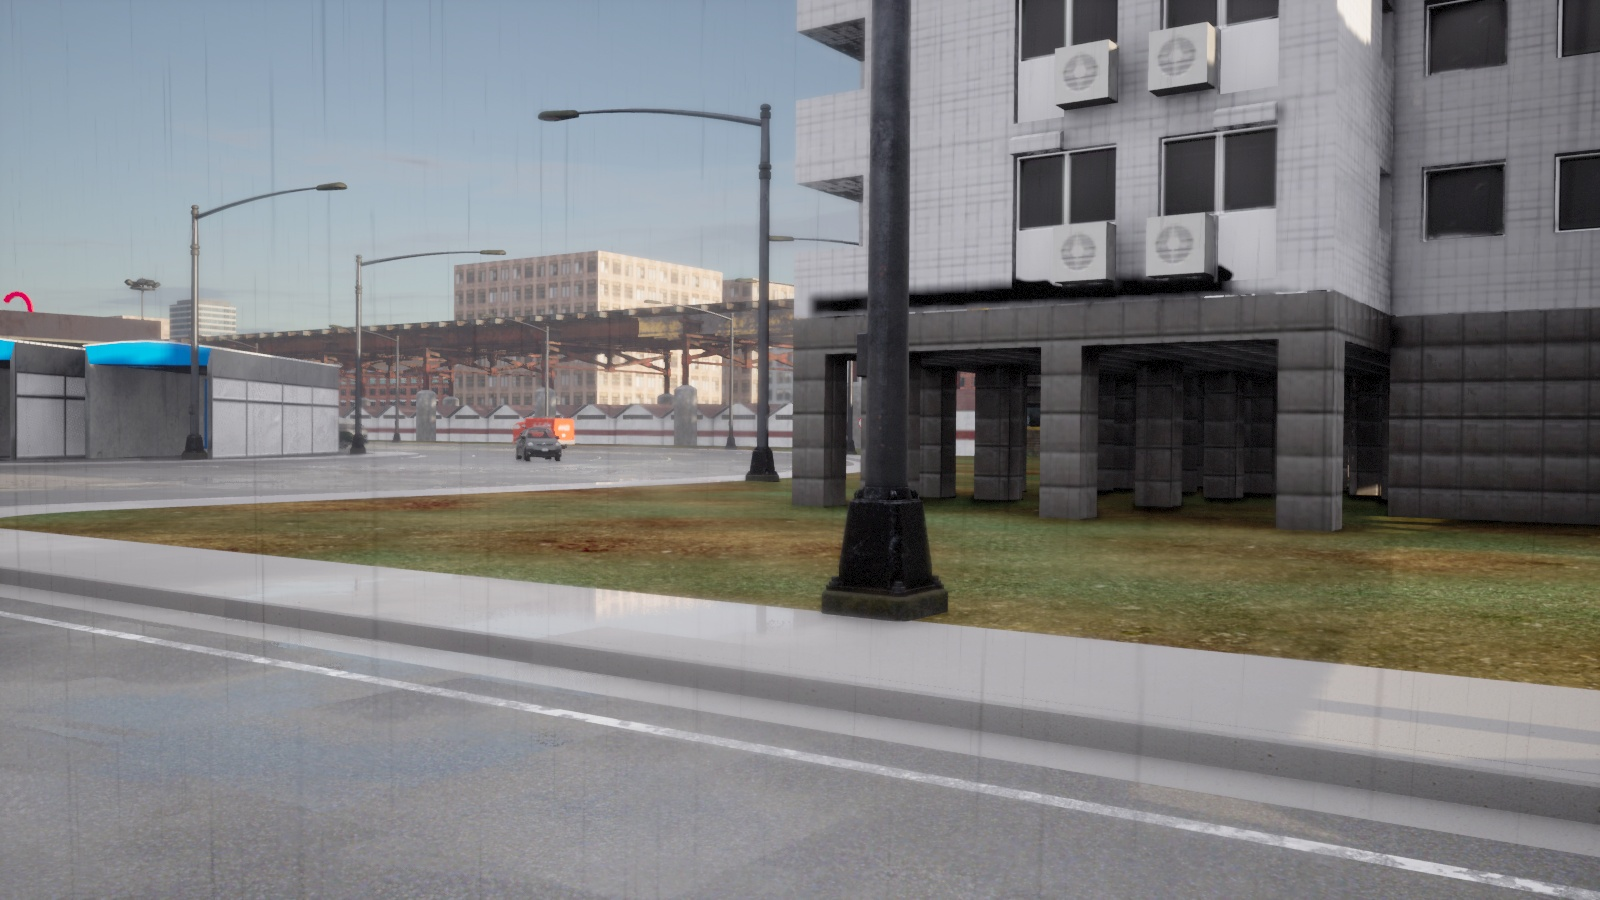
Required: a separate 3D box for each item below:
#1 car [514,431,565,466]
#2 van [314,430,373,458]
[{"bbox_3d":[-12.731,-0.090,61.184,1.851,1.617,3.988,-1,1,-20],"label":"car"},{"bbox_3d":[-33.350,-0.465,91.679,4.442,1.987,1.775,0,1,34],"label":"van"}]
